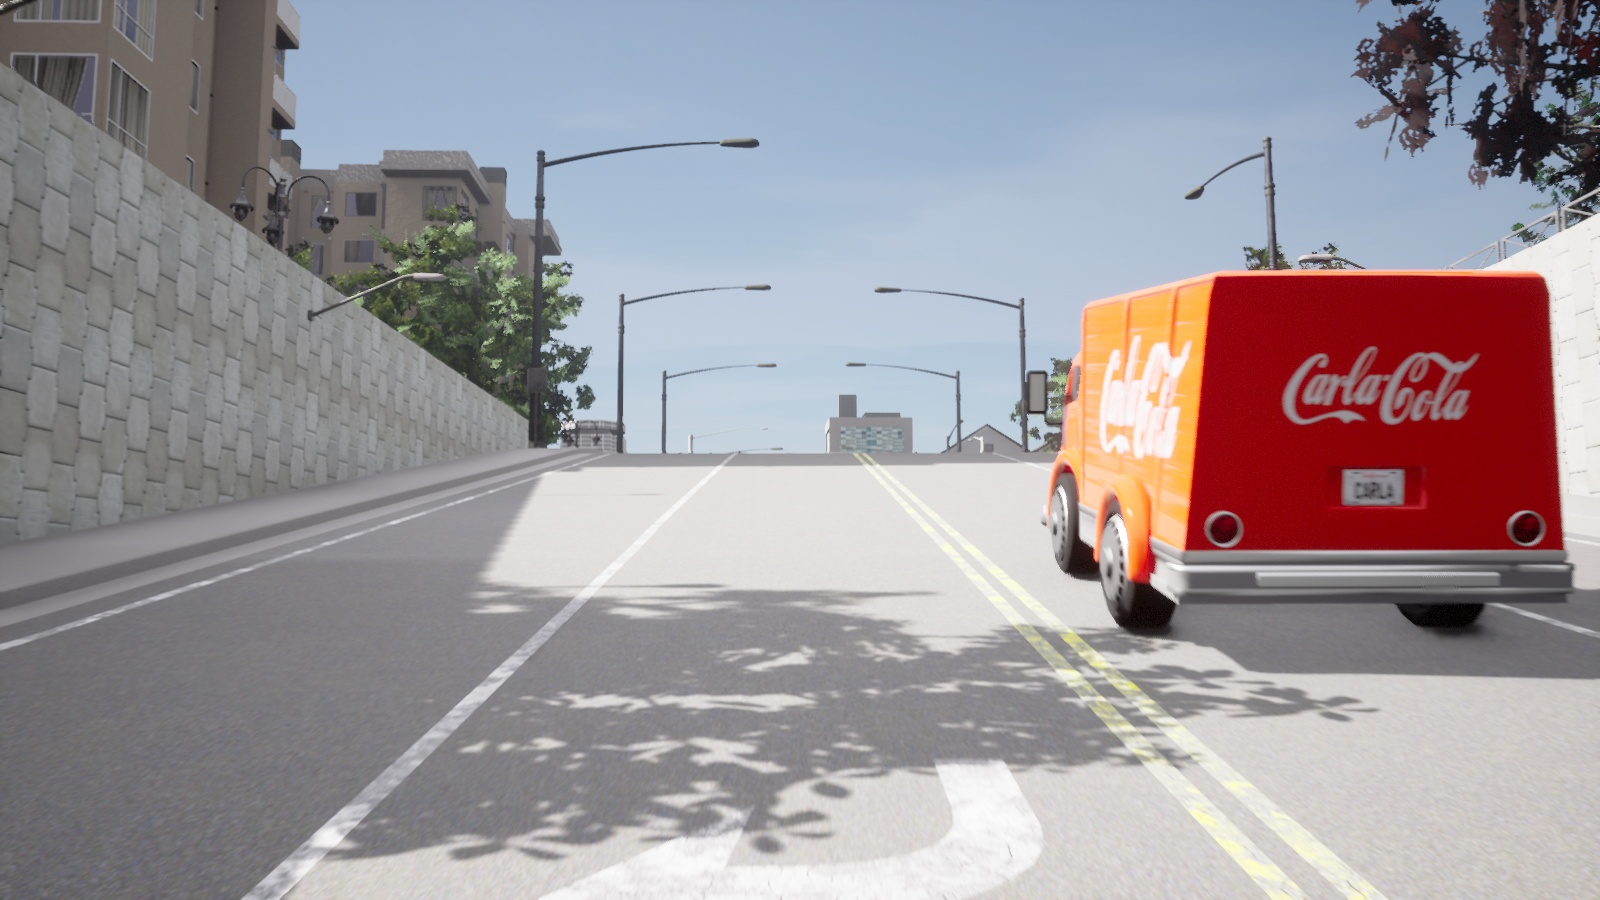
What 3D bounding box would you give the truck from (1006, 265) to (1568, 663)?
[{"bbox_3d":[3.460,-0.039,10.459,2.627,2.467,5.204,-1,3,0],"label":"truck"}]
